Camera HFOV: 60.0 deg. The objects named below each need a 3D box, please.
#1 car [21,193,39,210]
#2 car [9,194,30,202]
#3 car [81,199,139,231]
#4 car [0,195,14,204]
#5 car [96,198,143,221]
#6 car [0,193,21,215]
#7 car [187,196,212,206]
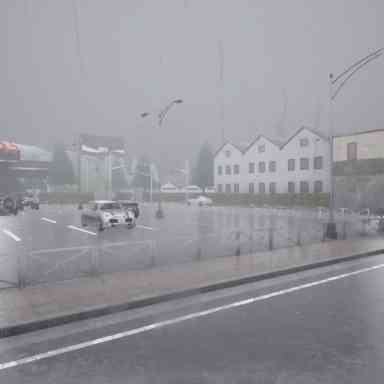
[{"bbox_3d":[-19.144,1.092,38.634,1.905,1.878,3.866,0,0,-36],"label":"car"},{"bbox_3d":[-38.211,1.328,73.753,3.866,1.878,1.905,0,0,-36],"label":"car"},{"bbox_3d":[-4.667,1.248,18.340,1.970,1.475,3.806,0,0,-36],"label":"car"},{"bbox_3d":[-38.452,1.495,66.625,4.611,1.667,2.242,0,0,-36],"label":"car"},{"bbox_3d":[-5.781,1.313,26.205,2.007,1.523,4.514,0,0,-36],"label":"car"},{"bbox_3d":[-17.247,1.113,30.321,1.932,1.855,4.605,0,0,-36],"label":"car"},{"bbox_3d":[1.158,1.349,49.294,1.812,1.442,4.674,0,0,-35],"label":"car"}]
